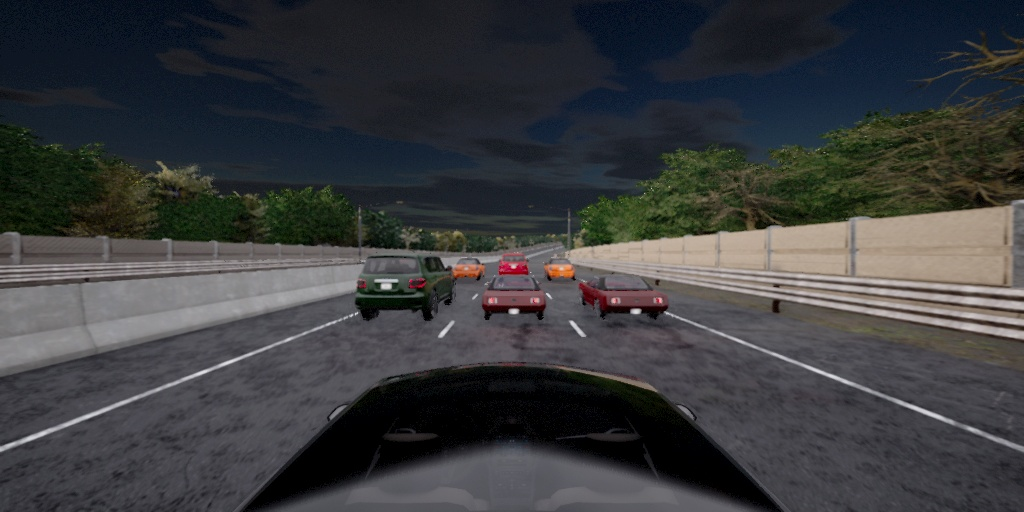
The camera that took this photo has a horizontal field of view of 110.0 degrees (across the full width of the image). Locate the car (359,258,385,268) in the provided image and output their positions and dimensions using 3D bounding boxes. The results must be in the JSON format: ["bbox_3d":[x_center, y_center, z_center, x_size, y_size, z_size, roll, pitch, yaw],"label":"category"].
[{"bbox_3d":[-20.410,1.004,52.559,1.994,1.385,4.181,0,0,2],"label":"car"}]

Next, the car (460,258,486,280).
[{"bbox_3d":[-3.316,0.943,28.555,2.097,1.767,4.553,0,0,1],"label":"car"}]

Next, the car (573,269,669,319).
[{"bbox_3d":[3.573,1.293,12.496,1.895,1.301,4.718,0,0,0],"label":"car"}]

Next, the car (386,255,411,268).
[{"bbox_3d":[-16.878,0.793,53.389,2.097,1.767,4.553,0,0,2],"label":"car"}]

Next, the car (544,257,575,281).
[{"bbox_3d":[3.684,0.946,28.488,2.097,1.767,4.553,0,0,1],"label":"car"}]

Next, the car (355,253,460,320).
[{"bbox_3d":[-3.426,0.913,12.520,2.150,2.045,5.566,0,0,0],"label":"car"}]

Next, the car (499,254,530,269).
[{"bbox_3d":[0.170,0.821,27.867,2.150,2.045,5.566,0,1,1],"label":"car"}]

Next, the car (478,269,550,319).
[{"bbox_3d":[0.074,1.293,12.496,1.895,1.301,4.718,0,0,0],"label":"car"}]
